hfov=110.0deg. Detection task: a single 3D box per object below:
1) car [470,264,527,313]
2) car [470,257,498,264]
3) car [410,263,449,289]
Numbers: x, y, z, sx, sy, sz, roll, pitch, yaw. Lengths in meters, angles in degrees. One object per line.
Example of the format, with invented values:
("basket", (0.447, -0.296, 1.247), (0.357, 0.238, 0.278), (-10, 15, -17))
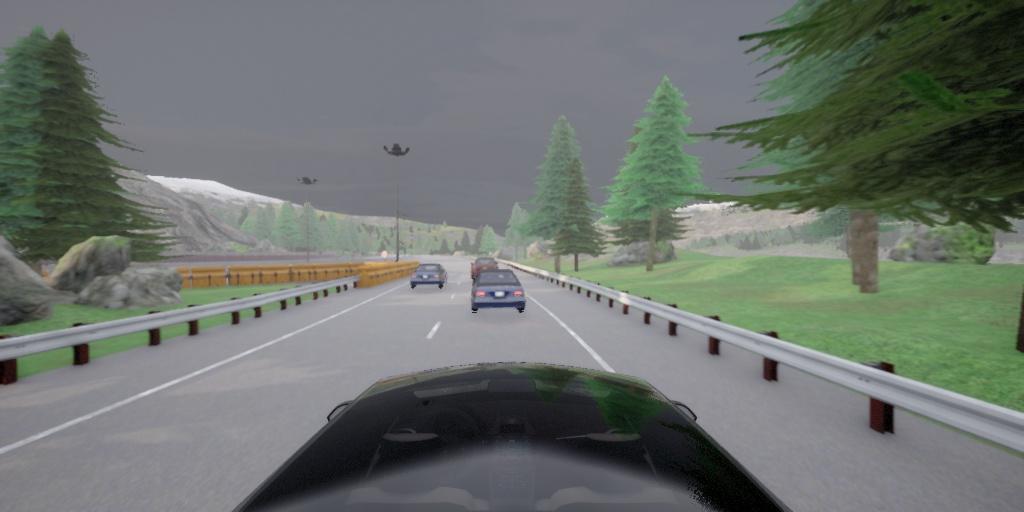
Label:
("car", (-0.604, 1.192, 13.500), (2.033, 1.411, 5.357), (0, 0, -5))
("car", (-2.114, 0.875, 27.720), (2.097, 1.767, 4.553), (0, 1, -7))
("car", (-4.960, 1.138, 21.865), (2.033, 1.411, 5.357), (0, 1, -6))
